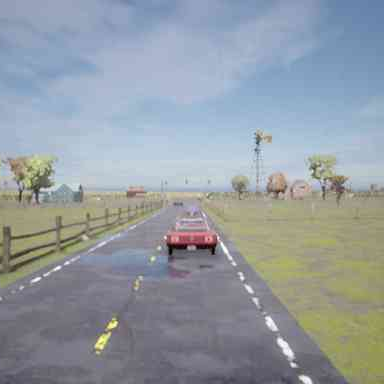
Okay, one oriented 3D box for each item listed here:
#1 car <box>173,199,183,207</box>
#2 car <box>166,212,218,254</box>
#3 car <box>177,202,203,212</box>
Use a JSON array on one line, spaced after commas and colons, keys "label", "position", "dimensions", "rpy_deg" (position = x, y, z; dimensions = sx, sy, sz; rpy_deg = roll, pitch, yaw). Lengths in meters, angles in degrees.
[{"label": "car", "position": [-2.785, 2.146, 67.391], "dimensions": [1.882, 1.535, 5.008], "rpy_deg": [0, -1, 0]}, {"label": "car", "position": [-0.003, 1.735, 14.108], "dimensions": [1.895, 1.301, 4.718], "rpy_deg": [0, -1, 0]}, {"label": "car", "position": [-0.010, 1.826, 28.989], "dimensions": [2.033, 1.411, 5.357], "rpy_deg": [0, -1, 0]}]
